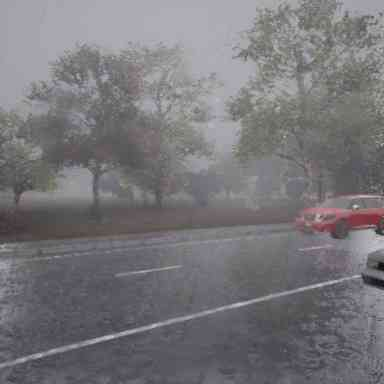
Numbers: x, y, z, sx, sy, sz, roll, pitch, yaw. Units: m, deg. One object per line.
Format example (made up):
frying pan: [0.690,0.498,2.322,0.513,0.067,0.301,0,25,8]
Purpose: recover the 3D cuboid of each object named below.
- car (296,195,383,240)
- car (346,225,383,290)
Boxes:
car: [7.867,1.186,16.967,5.566,2.045,2.150,0,0,-29]
car: [6.145,1.536,7.627,5.357,1.411,2.033,0,0,-32]
